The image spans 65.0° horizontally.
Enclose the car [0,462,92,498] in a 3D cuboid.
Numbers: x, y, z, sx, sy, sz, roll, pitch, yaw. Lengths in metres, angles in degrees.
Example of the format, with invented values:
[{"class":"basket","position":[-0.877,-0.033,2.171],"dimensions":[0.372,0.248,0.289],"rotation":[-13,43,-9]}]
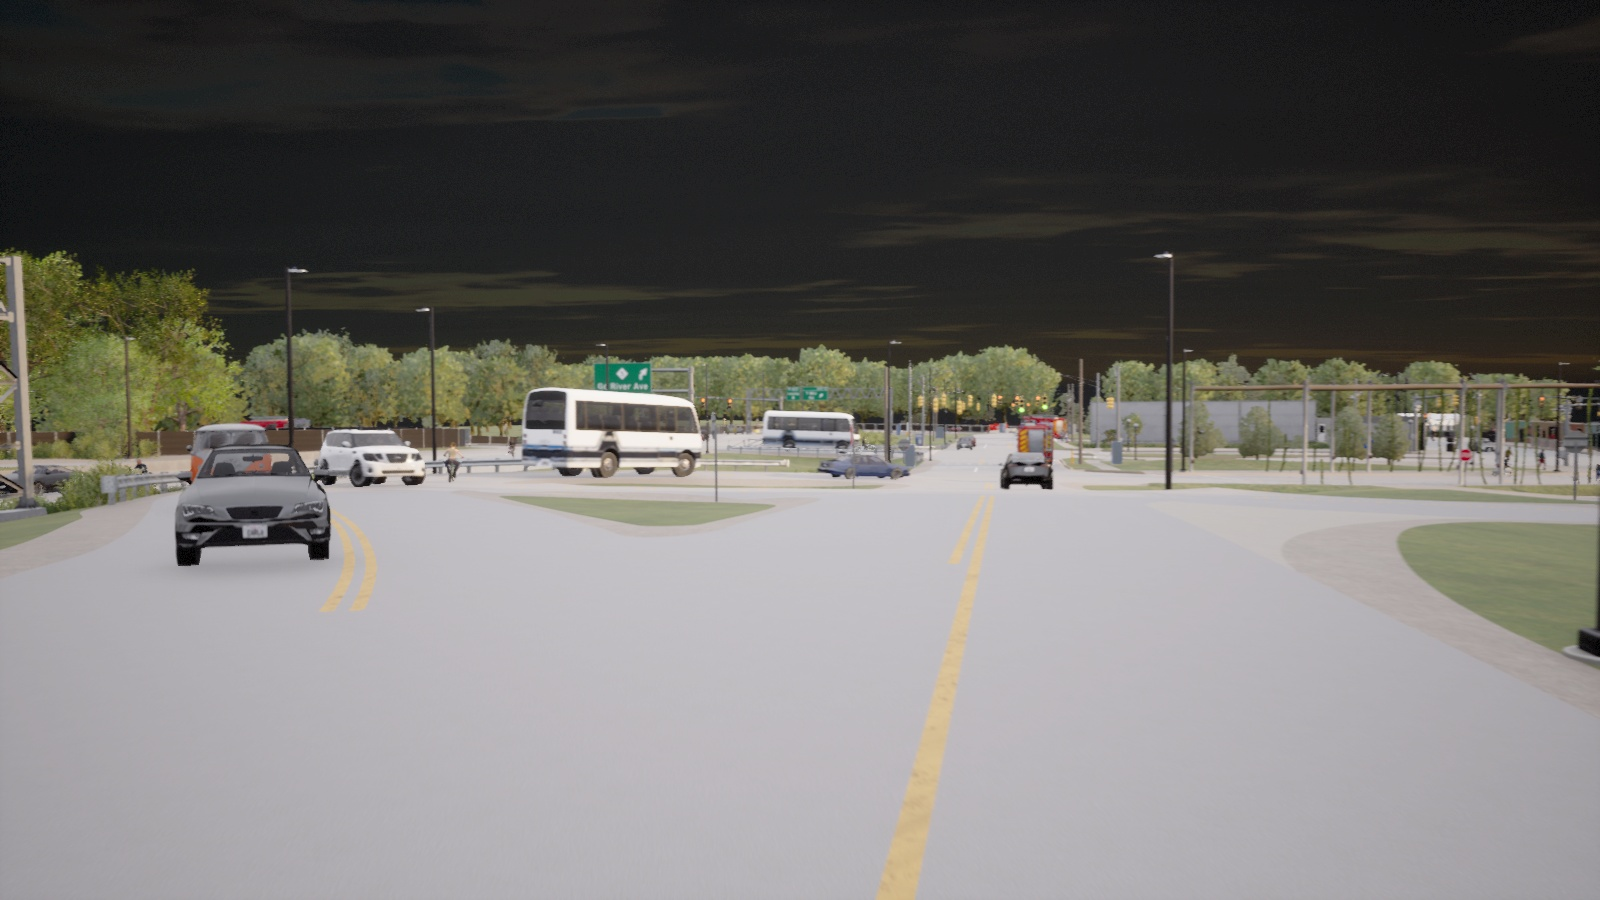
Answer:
[{"class":"car","position":[-34.066,1.312,56.170],"dimensions":[1.994,1.385,4.181],"rotation":[0,2,9]}]

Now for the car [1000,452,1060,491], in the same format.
[{"class":"car","position":[9.237,0.873,50.746],"dimensions":[2.163,1.488,4.792],"rotation":[0,-1,7]}]

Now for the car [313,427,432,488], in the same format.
[{"class":"car","position":[-15.362,0.234,44.943],"dimensions":[2.150,2.045,5.566],"rotation":[-1,0,-40]}]

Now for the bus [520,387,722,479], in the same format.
[{"class":"bus","position":[-8.798,-0.773,63.393],"dimensions":[3.944,4.253,10.273],"rotation":[2,0,36]}]

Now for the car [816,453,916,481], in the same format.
[{"class":"car","position":[3.774,0.971,71.529],"dimensions":[5.357,1.411,2.033],"rotation":[2,2,-27]}]

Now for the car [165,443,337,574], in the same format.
[{"class":"car","position":[-7.207,0.653,16.555],"dimensions":[1.816,1.474,4.193],"rotation":[-1,1,-23]}]

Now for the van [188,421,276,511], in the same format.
[{"class":"van","position":[-13.782,0.351,30.555],"dimensions":[1.775,1.987,4.442],"rotation":[-1,1,-24]}]
